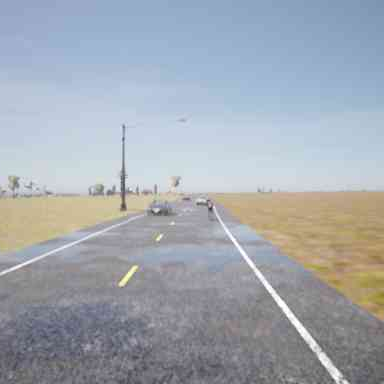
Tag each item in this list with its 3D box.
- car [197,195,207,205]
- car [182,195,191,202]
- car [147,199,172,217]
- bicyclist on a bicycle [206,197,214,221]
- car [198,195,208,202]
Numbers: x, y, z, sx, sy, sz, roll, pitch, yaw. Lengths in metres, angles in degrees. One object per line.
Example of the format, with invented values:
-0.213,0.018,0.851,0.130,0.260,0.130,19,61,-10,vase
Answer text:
1.755,1.481,55.157,1.895,1.301,4.718,0,0,3,car
-1.172,1.393,71.484,1.895,1.301,4.718,0,0,2,car
-2.957,1.423,30.989,2.128,1.511,4.902,0,0,2,car
1.418,1.396,25.877,0.582,1.620,1.656,0,0,2,bicyclist on a bicycle
2.445,1.371,74.670,2.128,1.511,4.902,0,0,2,car
